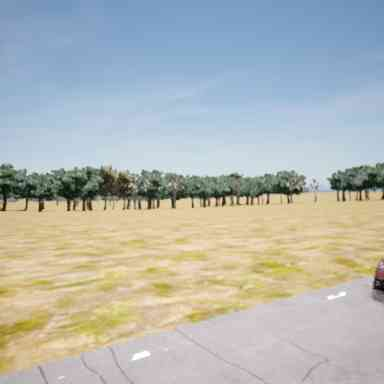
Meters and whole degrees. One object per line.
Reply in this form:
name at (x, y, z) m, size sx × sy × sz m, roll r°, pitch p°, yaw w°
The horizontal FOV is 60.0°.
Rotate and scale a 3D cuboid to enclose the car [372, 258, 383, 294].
car at (5.885, 1.597, 7.384) m, size 4.181 × 1.385 × 1.994 m, roll 0°, pitch 0°, yaw -34°
